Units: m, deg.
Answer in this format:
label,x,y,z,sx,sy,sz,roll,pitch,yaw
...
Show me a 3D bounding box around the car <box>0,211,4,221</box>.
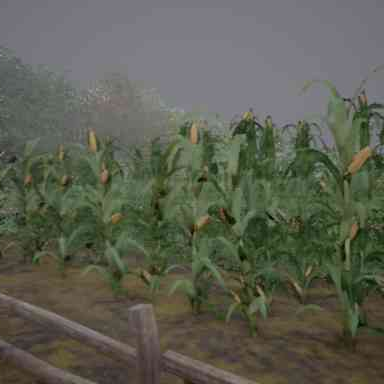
label,x,y,z,sx,sy,sz,roll,pitch,yaw
car,-15.716,1.992,28.744,1.812,1.442,4.674,0,-2,36
